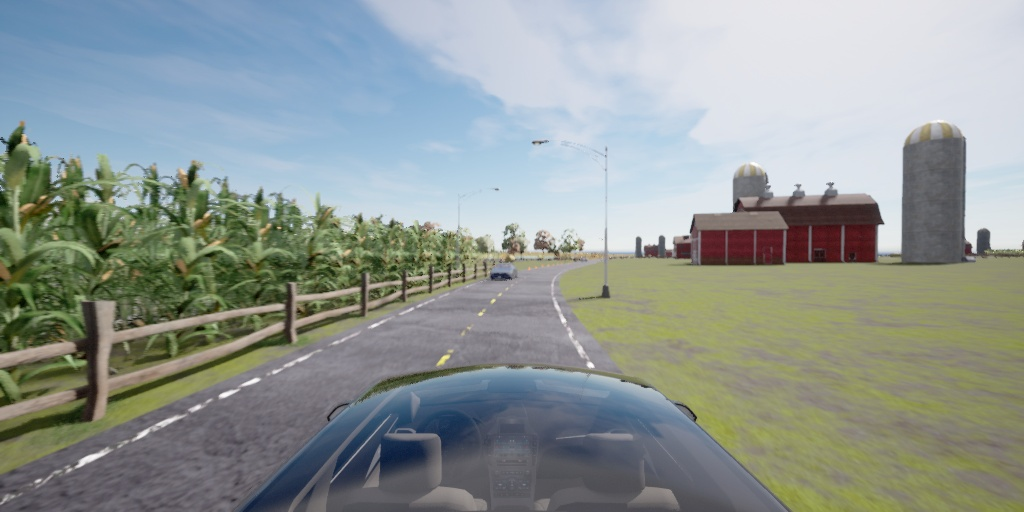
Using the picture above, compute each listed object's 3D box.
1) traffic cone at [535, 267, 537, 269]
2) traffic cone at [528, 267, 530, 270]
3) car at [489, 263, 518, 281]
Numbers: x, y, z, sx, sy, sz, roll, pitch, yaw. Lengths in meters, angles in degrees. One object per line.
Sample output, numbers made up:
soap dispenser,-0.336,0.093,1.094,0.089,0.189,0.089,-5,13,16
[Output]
traffic cone,3.782,1.681,56.505,0.340,0.580,0.340,0,0,16
traffic cone,2.469,1.688,51.617,0.340,0.580,0.340,0,0,14
car,-0.583,1.307,31.142,2.033,1.411,5.357,0,0,8
